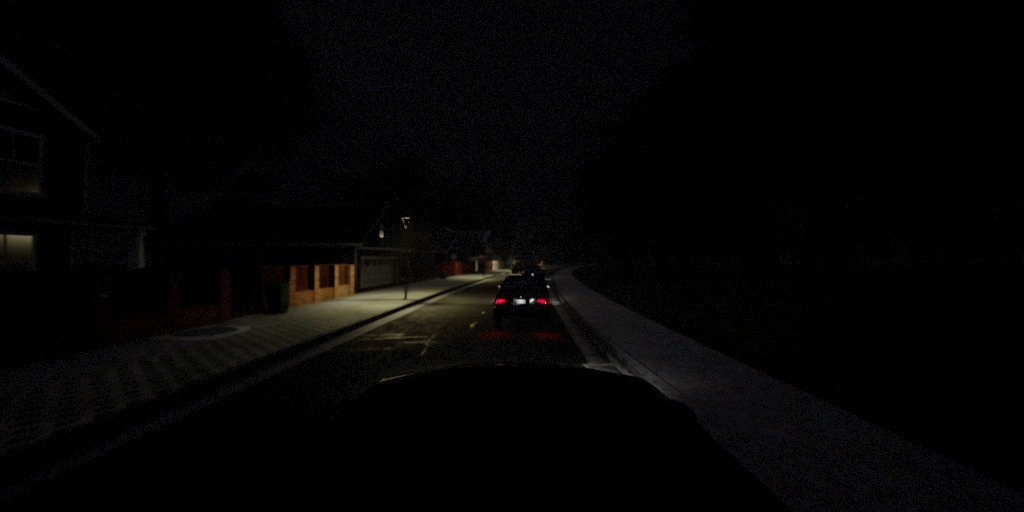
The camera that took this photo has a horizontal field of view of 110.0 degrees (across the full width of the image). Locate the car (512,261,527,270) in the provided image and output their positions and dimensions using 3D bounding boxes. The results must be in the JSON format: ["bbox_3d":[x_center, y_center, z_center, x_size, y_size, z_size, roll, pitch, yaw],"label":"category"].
[{"bbox_3d":[1.294,1.524,49.406,2.097,1.767,4.553,0,0,9],"label":"car"}]

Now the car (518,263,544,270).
[{"bbox_3d":[1.990,1.602,33.072,1.994,1.385,4.181,0,0,6],"label":"car"}]

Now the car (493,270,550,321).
[{"bbox_3d":[0.392,1.404,12.971,2.033,1.411,5.357,0,0,3],"label":"car"}]
